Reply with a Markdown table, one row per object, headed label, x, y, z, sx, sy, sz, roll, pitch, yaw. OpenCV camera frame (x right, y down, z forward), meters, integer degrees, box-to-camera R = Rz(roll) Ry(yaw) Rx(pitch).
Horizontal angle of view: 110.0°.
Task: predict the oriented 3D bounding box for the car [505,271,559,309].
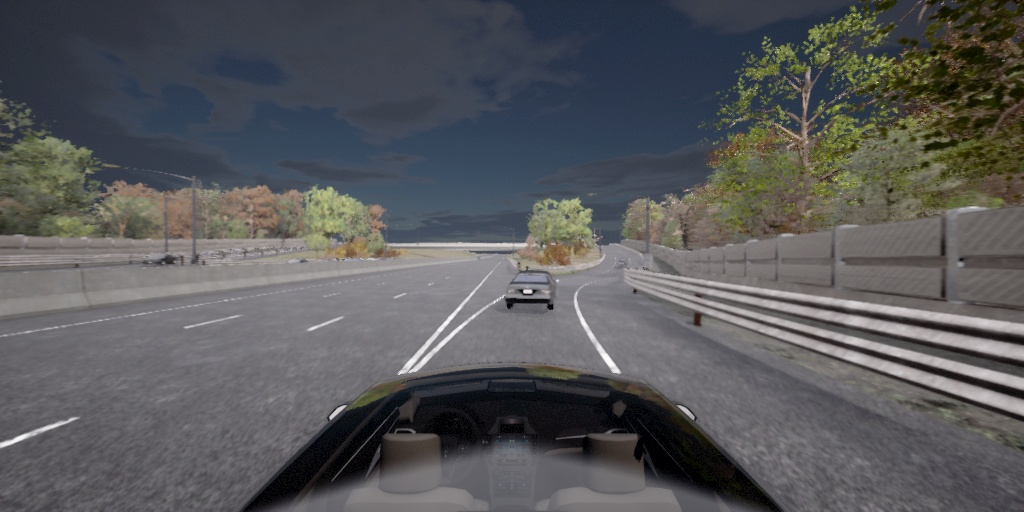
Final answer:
| label | x | y | z | sx | sy | sz | roll | pitch | yaw |
| --- | --- | --- | --- | --- | --- | --- | --- | --- | --- |
| car | 0.941 | 1.314 | 15.039 | 2.033 | 1.411 | 5.357 | 0 | -1 | 9 |

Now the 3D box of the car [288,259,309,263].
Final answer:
| label | x | y | z | sx | sy | sz | roll | pitch | yaw |
| --- | --- | --- | --- | --- | --- | --- | --- | --- | --- |
| car | -28.938 | 1.180 | 48.349 | 1.812 | 1.442 | 4.674 | 0 | 0 | -1 |

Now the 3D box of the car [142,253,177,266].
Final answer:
| label | x | y | z | sx | sy | sz | roll | pitch | yaw |
| --- | --- | --- | --- | --- | --- | --- | --- | --- | --- |
| car | -43.774 | 0.448 | 44.636 | 1.882 | 1.535 | 5.008 | 0 | 1 | -24 |

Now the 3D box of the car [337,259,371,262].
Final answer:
| label | x | y | z | sx | sy | sz | roll | pitch | yaw |
| --- | --- | --- | --- | --- | --- | --- | --- | --- | --- |
| car | -21.957 | 1.159 | 49.924 | 1.882 | 1.535 | 5.008 | 0 | 0 | -1 |

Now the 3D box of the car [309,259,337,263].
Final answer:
| label | x | y | z | sx | sy | sz | roll | pitch | yaw |
| --- | --- | --- | --- | --- | --- | --- | --- | --- | --- |
| car | -25.457 | 1.159 | 49.822 | 2.128 | 1.511 | 4.902 | 0 | 0 | -1 |
